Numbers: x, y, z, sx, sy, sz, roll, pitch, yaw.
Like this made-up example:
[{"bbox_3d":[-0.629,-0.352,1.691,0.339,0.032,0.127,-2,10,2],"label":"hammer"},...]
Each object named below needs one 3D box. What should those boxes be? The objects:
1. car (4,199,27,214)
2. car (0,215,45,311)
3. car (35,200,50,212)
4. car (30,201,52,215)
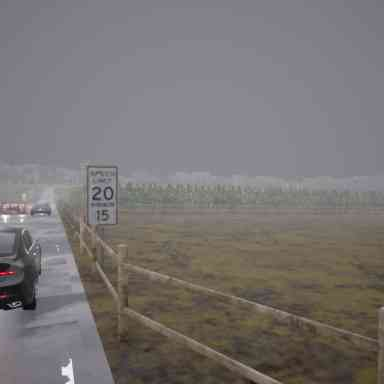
[{"bbox_3d":[-20.565,1.644,38.844,2.097,1.767,4.553,0,-1,-23],"label":"car"},{"bbox_3d":[-4.407,1.517,7.396,1.837,1.490,4.892,0,0,-23],"label":"car"},{"bbox_3d":[-20.273,1.896,45.264,1.812,1.442,4.674,0,-1,-23],"label":"car"},{"bbox_3d":[-16.401,1.796,36.170,1.994,1.385,4.181,0,-1,-22],"label":"car"}]
